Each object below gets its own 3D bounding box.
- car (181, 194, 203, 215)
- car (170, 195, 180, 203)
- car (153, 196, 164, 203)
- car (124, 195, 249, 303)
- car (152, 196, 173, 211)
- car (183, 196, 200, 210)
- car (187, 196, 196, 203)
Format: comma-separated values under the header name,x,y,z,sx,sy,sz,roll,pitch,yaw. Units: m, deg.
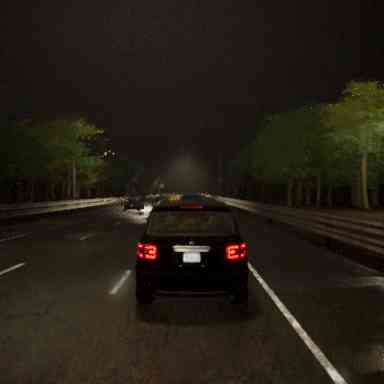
name,x,y,z,sx,sy,sz,roll,pitch,yaw
car,-0.028,1.223,35.465,2.150,2.045,5.566,0,0,-1
car,-3.538,1.476,69.741,1.882,1.535,5.008,0,0,0
car,-7.037,1.523,69.480,1.812,1.442,4.674,0,0,0
car,-0.005,1.211,8.300,2.150,2.045,5.566,0,0,0
car,-3.509,1.355,40.434,2.097,1.767,4.553,0,0,0
car,-0.008,1.357,42.613,2.097,1.767,4.553,0,0,0
car,-0.037,1.594,69.860,1.895,1.301,4.718,0,0,0
